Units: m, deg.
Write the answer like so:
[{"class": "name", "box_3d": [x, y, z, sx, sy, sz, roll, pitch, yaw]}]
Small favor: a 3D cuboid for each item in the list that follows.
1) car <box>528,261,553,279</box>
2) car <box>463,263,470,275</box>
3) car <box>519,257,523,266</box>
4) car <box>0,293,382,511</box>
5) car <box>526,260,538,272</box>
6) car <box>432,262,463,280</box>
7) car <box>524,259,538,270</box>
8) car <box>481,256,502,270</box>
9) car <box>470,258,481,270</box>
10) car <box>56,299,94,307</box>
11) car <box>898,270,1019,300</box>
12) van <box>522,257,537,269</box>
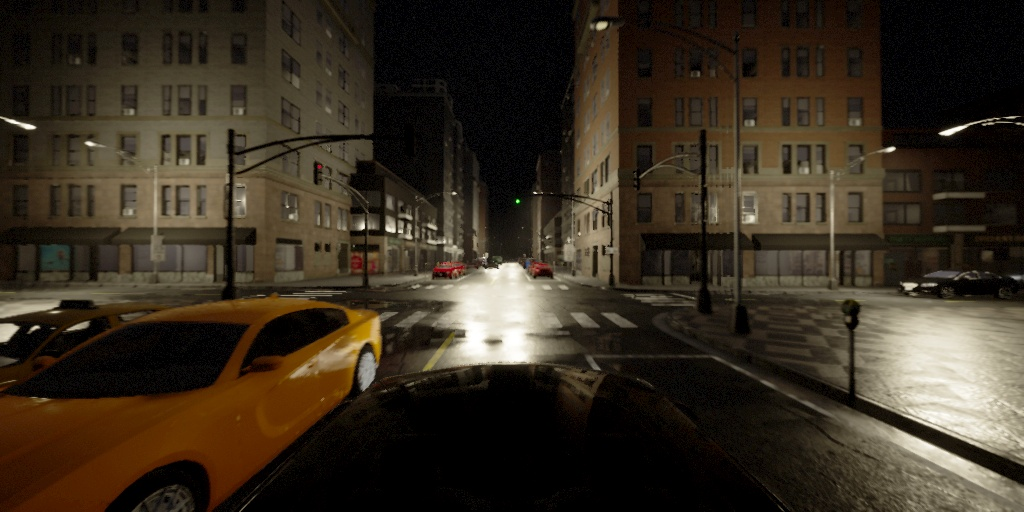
[{"class": "car", "box_3d": [2.671, 1.345, 31.730, 1.802, 1.307, 4.207, 0, 0, 0]}, {"class": "car", "box_3d": [-5.855, 1.311, 37.413, 1.888, 1.381, 4.507, 0, 0, 0]}, {"class": "car", "box_3d": [2.672, 1.091, 54.424, 2.192, 1.841, 5.009, 0, 0, 0]}, {"class": "car", "box_3d": [-2.999, 1.237, 3.686, 1.882, 1.535, 5.008, 0, 0, 0]}, {"class": "car", "box_3d": [2.671, 1.348, 37.404, 1.802, 1.307, 4.207, 0, 0, 0]}, {"class": "car", "box_3d": [-5.856, 1.308, 31.740, 1.888, 1.381, 4.507, 0, 0, 0]}, {"class": "car", "box_3d": [2.671, 1.351, 43.077, 1.802, 1.307, 4.207, 0, 0, 0]}, {"class": "car", "box_3d": [-2.998, 1.101, 53.792, 2.097, 1.767, 4.553, 0, -1, 0]}, {"class": "car", "box_3d": [-5.854, 1.358, 54.431, 1.802, 1.307, 4.207, 0, 0, 0]}, {"class": "car", "box_3d": [-5.857, 1.277, 4.550, 1.751, 1.417, 4.829, 0, 0, 0]}, {"class": "car", "box_3d": [23.348, 1.473, 18.878, 4.902, 1.511, 2.128, 0, -1, 0]}, {"class": "van", "box_3d": [2.671, 1.113, 48.751, 1.690, 1.789, 3.998, 0, 0, 0]}]
